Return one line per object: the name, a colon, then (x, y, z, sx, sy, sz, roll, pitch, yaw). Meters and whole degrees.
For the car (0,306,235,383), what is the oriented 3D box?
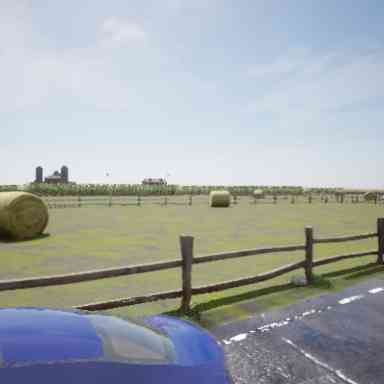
car: (-1.751, 1.525, 1.697, 4.674, 1.442, 1.812, 0, 0, -35)
